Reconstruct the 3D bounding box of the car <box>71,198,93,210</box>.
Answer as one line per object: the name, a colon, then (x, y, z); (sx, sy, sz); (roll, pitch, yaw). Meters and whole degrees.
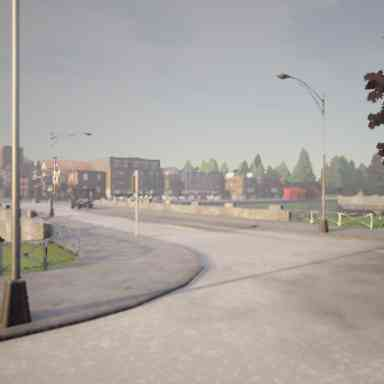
car: (-14.429, 1.523, 43.711); (1.812, 1.442, 4.674); (0, 0, -36)
